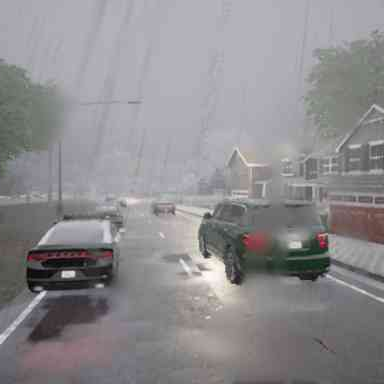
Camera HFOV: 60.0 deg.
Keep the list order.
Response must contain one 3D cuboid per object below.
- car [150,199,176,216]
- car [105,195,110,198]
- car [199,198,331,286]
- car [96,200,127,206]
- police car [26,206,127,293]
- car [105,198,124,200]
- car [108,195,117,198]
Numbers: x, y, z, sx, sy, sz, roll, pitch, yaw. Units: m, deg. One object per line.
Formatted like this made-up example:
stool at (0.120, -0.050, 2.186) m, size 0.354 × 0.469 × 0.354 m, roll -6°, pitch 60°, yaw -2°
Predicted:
car at (-2.769, 1.369, 30.935) m, size 2.128 × 1.511 × 4.902 m, roll 0°, pitch 0°, yaw -13°
car at (-14.718, 1.208, 60.314) m, size 1.882 × 1.535 × 5.008 m, roll 0°, pitch 0°, yaw -19°
car at (1.693, 1.193, 9.637) m, size 2.150 × 2.045 × 5.566 m, roll 0°, pitch 0°, yaw -10°
car at (-4.773, 1.450, 18.811) m, size 1.837 × 1.490 × 4.892 m, roll 0°, pitch 0°, yaw -12°
police car at (-2.887, 1.406, 9.084) m, size 1.930 × 1.638 × 5.238 m, roll 0°, pitch 0°, yaw -10°
car at (-6.042, 1.445, 24.687) m, size 1.812 × 1.442 × 4.674 m, roll 0°, pitch 0°, yaw -13°
car at (-9.686, 1.425, 43.600) m, size 1.895 × 1.301 × 4.718 m, roll 0°, pitch 0°, yaw -16°
